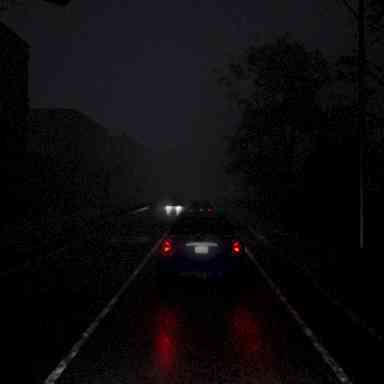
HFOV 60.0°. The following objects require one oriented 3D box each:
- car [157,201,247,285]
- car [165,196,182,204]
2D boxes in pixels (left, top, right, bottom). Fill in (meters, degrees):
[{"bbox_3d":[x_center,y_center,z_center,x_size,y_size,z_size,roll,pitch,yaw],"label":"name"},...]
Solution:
[{"bbox_3d":[0.287,1.315,9.632,2.097,1.767,4.553,0,0,2],"label":"car"},{"bbox_3d":[-2.418,1.188,43.981,1.994,1.385,4.181,0,1,2],"label":"car"}]
